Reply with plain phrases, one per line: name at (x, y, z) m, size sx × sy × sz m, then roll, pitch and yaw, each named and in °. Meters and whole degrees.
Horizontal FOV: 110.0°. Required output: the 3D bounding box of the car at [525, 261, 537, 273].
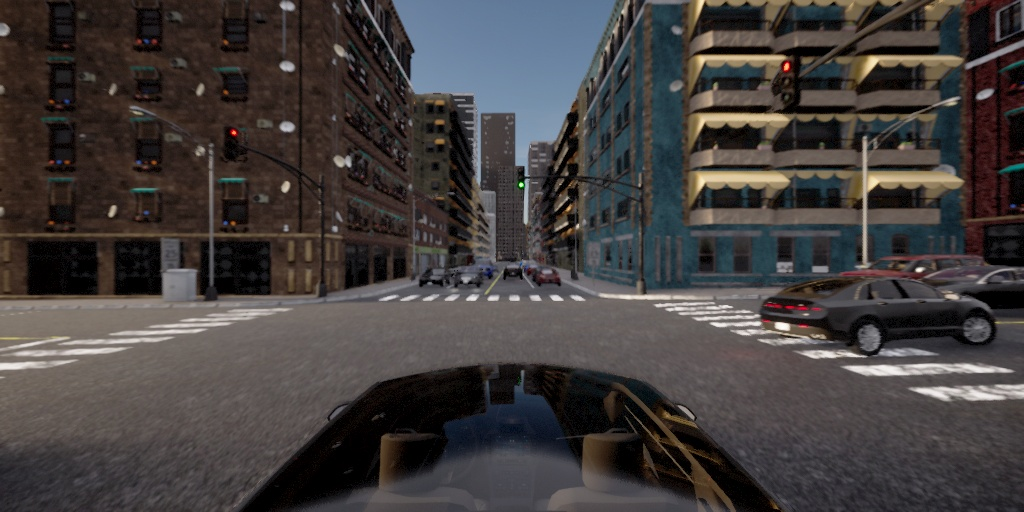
car at (2.683, 1.681, 43.582) m, size 1.888 × 1.381 × 4.507 m, roll 0°, pitch 0°, yaw 0°

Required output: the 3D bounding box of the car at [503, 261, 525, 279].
car at (0.094, 1.552, 37.104) m, size 1.882 × 1.535 × 5.008 m, roll 0°, pitch -1°, yaw 0°

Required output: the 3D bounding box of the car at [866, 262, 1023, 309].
car at (15.033, 1.078, 11.584) m, size 4.902 × 1.511 × 2.128 m, roll -1°, pitch 0°, yaw 0°

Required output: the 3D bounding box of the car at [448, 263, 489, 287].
car at (-3.095, 1.467, 26.555) m, size 2.128 × 1.511 × 4.902 m, roll 0°, pitch -1°, yaw 0°

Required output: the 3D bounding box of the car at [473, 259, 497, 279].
car at (-3.089, 1.293, 37.247) m, size 2.150 × 2.045 × 5.566 m, roll 0°, pitch 0°, yaw 0°

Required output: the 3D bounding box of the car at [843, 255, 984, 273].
car at (15.770, 0.893, 14.178) m, size 5.009 × 1.841 × 2.192 m, roll 0°, pitch 0°, yaw 0°

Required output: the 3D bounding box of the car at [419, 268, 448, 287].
car at (-5.696, 1.546, 27.024) m, size 1.948 × 1.339 × 4.313 m, roll 0°, pitch 0°, yaw 0°

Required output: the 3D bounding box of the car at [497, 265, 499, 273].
car at (-3.045, 1.799, 53.983) m, size 1.994 × 1.385 × 4.181 m, roll 0°, pitch -1°, yaw 1°

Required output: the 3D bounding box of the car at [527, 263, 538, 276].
car at (2.684, 1.597, 32.536) m, size 1.948 × 1.339 × 4.313 m, roll 0°, pitch 0°, yaw 0°

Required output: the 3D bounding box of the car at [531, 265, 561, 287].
car at (2.685, 1.562, 27.013) m, size 1.802 × 1.307 × 4.207 m, roll 0°, pitch 0°, yaw 0°

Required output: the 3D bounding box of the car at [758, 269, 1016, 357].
car at (8.193, 1.204, 8.176) m, size 4.892 × 1.490 × 1.837 m, roll -2°, pitch -3°, yaw -10°
